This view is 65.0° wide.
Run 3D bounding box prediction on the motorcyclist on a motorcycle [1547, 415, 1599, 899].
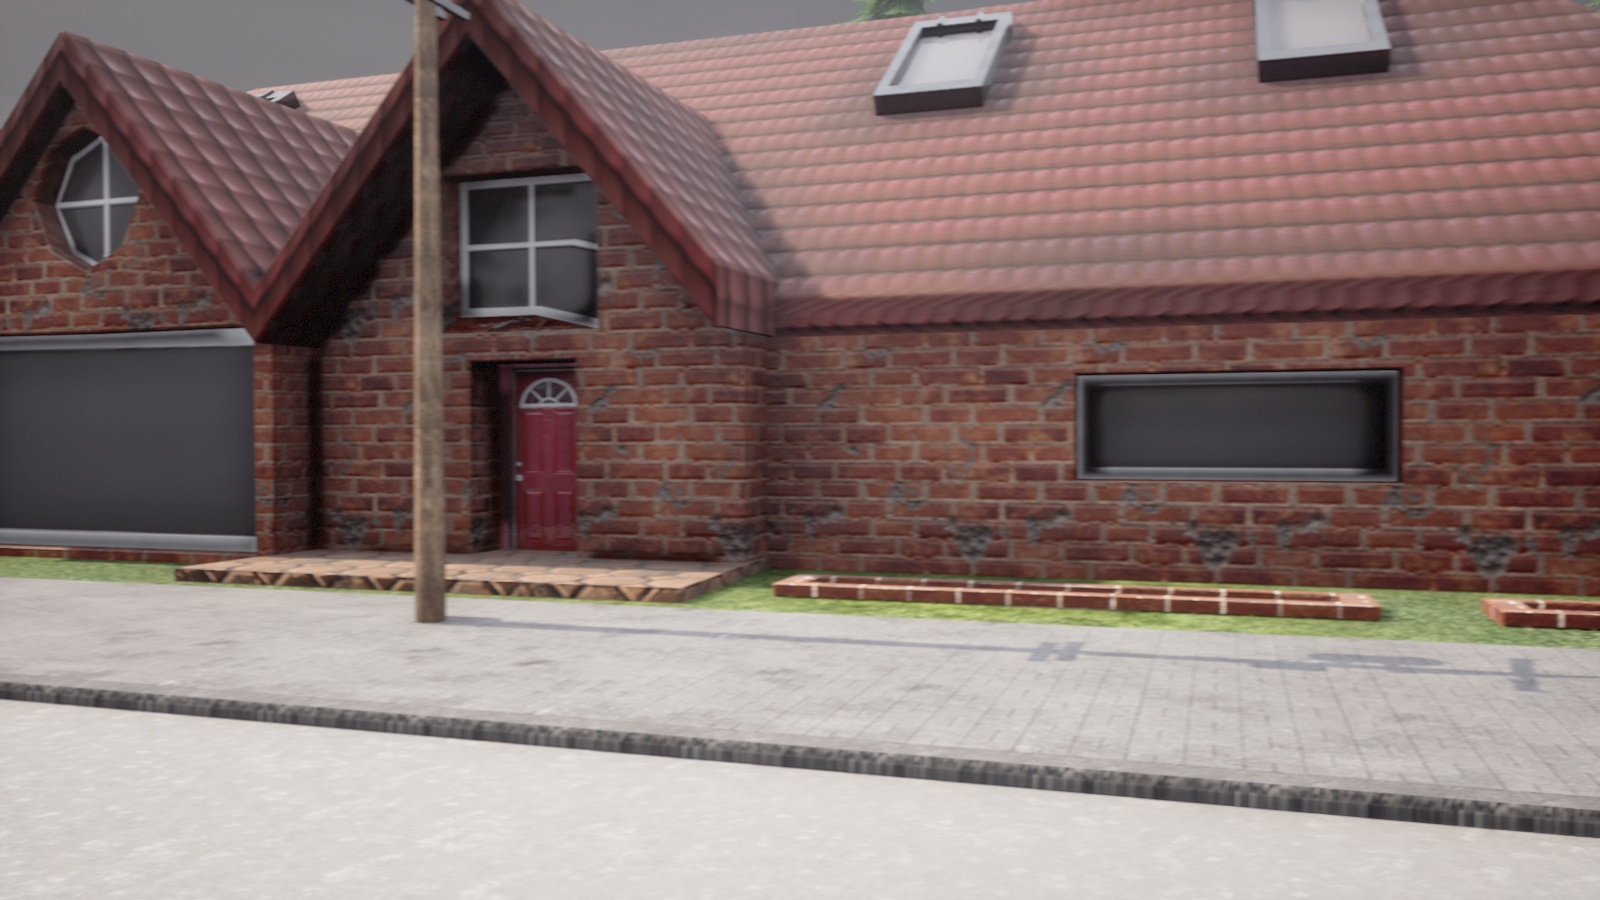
[{"bbox_3d":[3.039,0.745,2.698,2.350,1.649,0.766,0,1,19],"label":"motorcyclist on a motorcycle"}]
